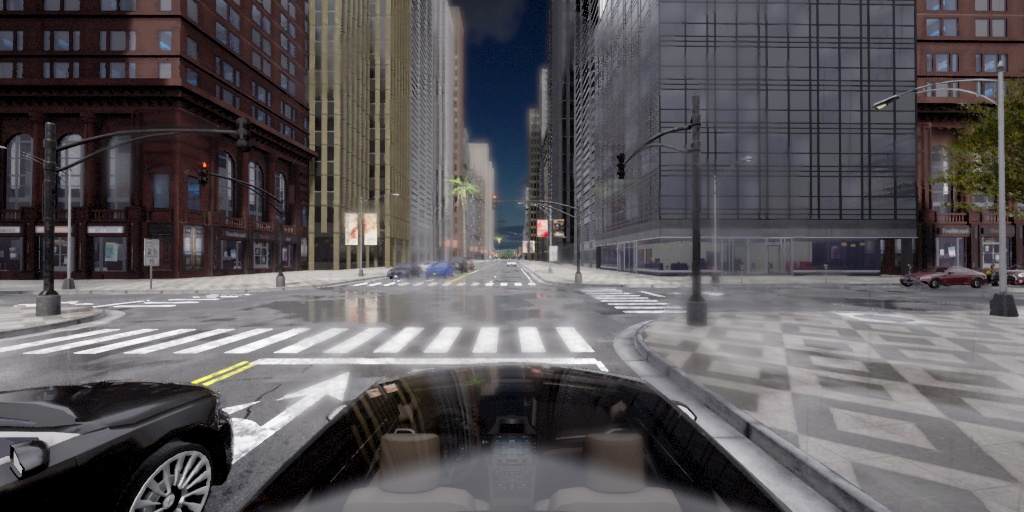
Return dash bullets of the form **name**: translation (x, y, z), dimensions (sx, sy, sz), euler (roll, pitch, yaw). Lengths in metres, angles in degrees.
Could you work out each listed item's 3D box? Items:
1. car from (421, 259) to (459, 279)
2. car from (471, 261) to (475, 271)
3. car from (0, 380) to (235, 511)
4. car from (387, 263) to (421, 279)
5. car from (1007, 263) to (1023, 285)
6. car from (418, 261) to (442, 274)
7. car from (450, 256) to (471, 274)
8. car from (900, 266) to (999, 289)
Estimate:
- **car**: translation (-6.643, 1.291, 33.548), dimensions (1.882, 1.535, 5.008), euler (0, 0, 2)
- **car**: translation (-6.657, 1.411, 53.946), dimensions (1.812, 1.442, 4.674), euler (0, 0, 0)
- **car**: translation (-3.138, 1.241, 0.908), dimensions (2.128, 1.511, 4.902), euler (0, 0, -1)
- **car**: translation (-9.863, 1.361, 33.518), dimensions (2.033, 1.411, 5.357), euler (0, 0, 3)
- **car**: translation (32.073, 1.117, 22.090), dimensions (4.097, 1.591, 1.967), euler (0, 0, -1)
- **car**: translation (-9.913, 1.371, 43.705), dimensions (1.812, 1.442, 4.674), euler (0, 0, 0)
- **car**: translation (-6.659, 1.067, 43.656), dimensions (2.150, 2.045, 5.566), euler (0, 0, 0)
- **car**: translation (26.435, 1.275, 21.994), dimensions (4.207, 1.307, 1.802), euler (0, 0, -1)
